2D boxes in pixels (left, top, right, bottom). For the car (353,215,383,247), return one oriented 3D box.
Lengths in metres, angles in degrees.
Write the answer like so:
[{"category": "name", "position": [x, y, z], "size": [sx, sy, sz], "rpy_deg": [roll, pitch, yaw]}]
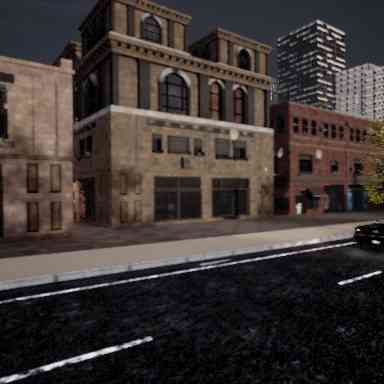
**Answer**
[{"category": "car", "position": [8.802, 1.599, 13.964], "size": [4.718, 1.301, 1.895], "rpy_deg": [0, 0, -35]}]
